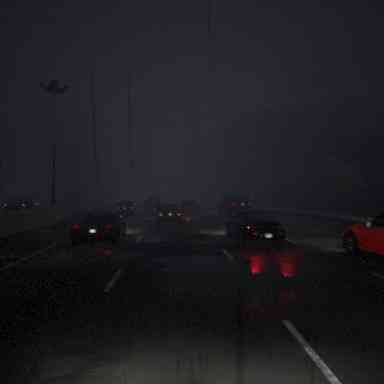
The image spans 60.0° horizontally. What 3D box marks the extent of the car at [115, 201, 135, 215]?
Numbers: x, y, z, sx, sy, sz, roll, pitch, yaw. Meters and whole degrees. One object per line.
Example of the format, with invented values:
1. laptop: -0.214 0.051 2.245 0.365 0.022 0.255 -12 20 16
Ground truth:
1. car: -6.778 1.567 33.592 2.033 1.411 5.357 0 0 -11

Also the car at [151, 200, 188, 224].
1. car: -1.790 1.557 24.759 2.033 1.411 5.357 0 0 -8

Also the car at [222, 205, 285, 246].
1. car: 2.797 1.526 15.237 1.812 1.442 4.674 0 0 -5

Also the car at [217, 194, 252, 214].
1. car: 4.084 1.225 32.488 2.150 2.045 5.566 0 0 -10

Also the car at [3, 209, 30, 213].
1. car: -17.945 1.388 34.720 2.097 1.767 4.553 0 0 -12

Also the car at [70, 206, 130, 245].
1. car: -4.275 1.575 15.672 1.994 1.385 4.181 0 0 -5

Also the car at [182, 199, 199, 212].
1. car: -0.493 1.503 37.648 2.128 1.511 4.902 0 0 -12

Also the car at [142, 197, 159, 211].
1. car: -5.071 1.372 42.060 2.097 1.767 4.553 0 0 -13

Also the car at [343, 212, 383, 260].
1. car: 6.652 1.346 10.349 2.097 1.767 4.553 0 0 -3
